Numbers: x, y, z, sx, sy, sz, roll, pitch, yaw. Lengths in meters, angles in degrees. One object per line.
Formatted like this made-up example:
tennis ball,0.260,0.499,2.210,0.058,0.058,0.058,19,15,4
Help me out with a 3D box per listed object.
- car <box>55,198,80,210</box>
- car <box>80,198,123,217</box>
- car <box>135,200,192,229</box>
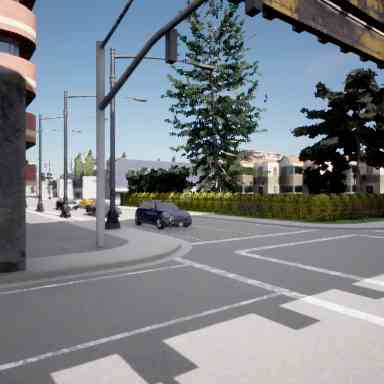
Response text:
car,-15.446,1.488,40.909,2.128,1.511,4.902,0,0,-35
car,-8.237,1.547,30.616,2.033,1.411,5.357,0,0,-35
car,-1.949,1.352,21.692,2.097,1.767,4.553,0,0,-35
